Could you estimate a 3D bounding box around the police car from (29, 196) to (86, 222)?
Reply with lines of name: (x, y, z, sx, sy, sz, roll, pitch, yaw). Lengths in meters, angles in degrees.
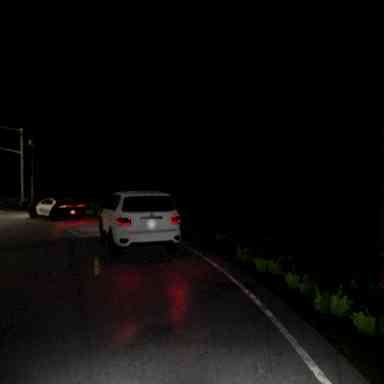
police car: (-9.166, 1.053, 22.277, 4.974, 1.542, 2.038, 1, 2, 42)

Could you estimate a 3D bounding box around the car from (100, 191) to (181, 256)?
car: (-2.078, 0.963, 12.233, 2.150, 2.045, 5.566, -1, 1, -20)
